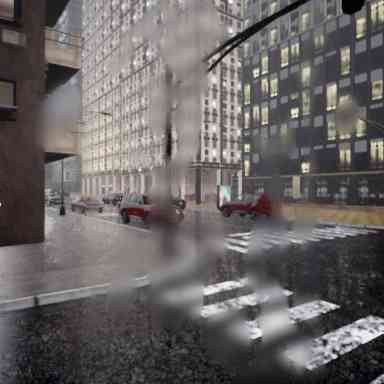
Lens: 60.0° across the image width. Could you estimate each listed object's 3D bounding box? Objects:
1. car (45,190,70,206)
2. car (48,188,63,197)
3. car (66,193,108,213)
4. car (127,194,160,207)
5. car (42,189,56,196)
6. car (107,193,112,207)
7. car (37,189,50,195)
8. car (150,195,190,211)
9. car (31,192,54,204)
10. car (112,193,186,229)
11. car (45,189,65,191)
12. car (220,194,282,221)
[{"bbox_3d":[-15.547,0.824,37.309,2.008,1.369,4.403,2,0,-36],"label":"car"},{"bbox_3d":[-28.392,0.094,69.203,1.967,1.590,4.097,1,0,-36],"label":"car"},{"bbox_3d":[-9.020,1.064,28.341,1.802,1.307,4.206,2,0,-36],"label":"car"},{"bbox_3d":[-5.546,0.960,37.808,1.947,1.339,4.313,1,0,-36],"label":"car"},{"bbox_3d":[-31.659,0.091,73.689,1.887,1.381,4.507,1,0,-36],"label":"car"},{"bbox_3d":[-8.853,0.855,37.926,1.837,1.490,4.892,0,1,-36],"label":"car"},{"bbox_3d":[-34.923,-0.016,78.174,1.887,1.381,4.507,1,0,-36],"label":"car"},{"bbox_3d":[-2.282,1.064,33.323,1.947,1.339,4.313,1,0,-36],"label":"car"},{"bbox_3d":[-18.810,0.750,41.792,1.802,1.307,4.206,2,0,-36],"label":"car"},{"bbox_3d":[-2.486,1.005,19.372,2.192,1.841,5.009,2,0,-36],"label":"car"},{"bbox_3d":[-25.347,0.167,60.597,2.097,1.767,4.553,0,1,-37],"label":"car"},{"bbox_3d":[4.253,1.021,24.352,2.192,1.841,5.009,1,0,-36],"label":"car"}]
